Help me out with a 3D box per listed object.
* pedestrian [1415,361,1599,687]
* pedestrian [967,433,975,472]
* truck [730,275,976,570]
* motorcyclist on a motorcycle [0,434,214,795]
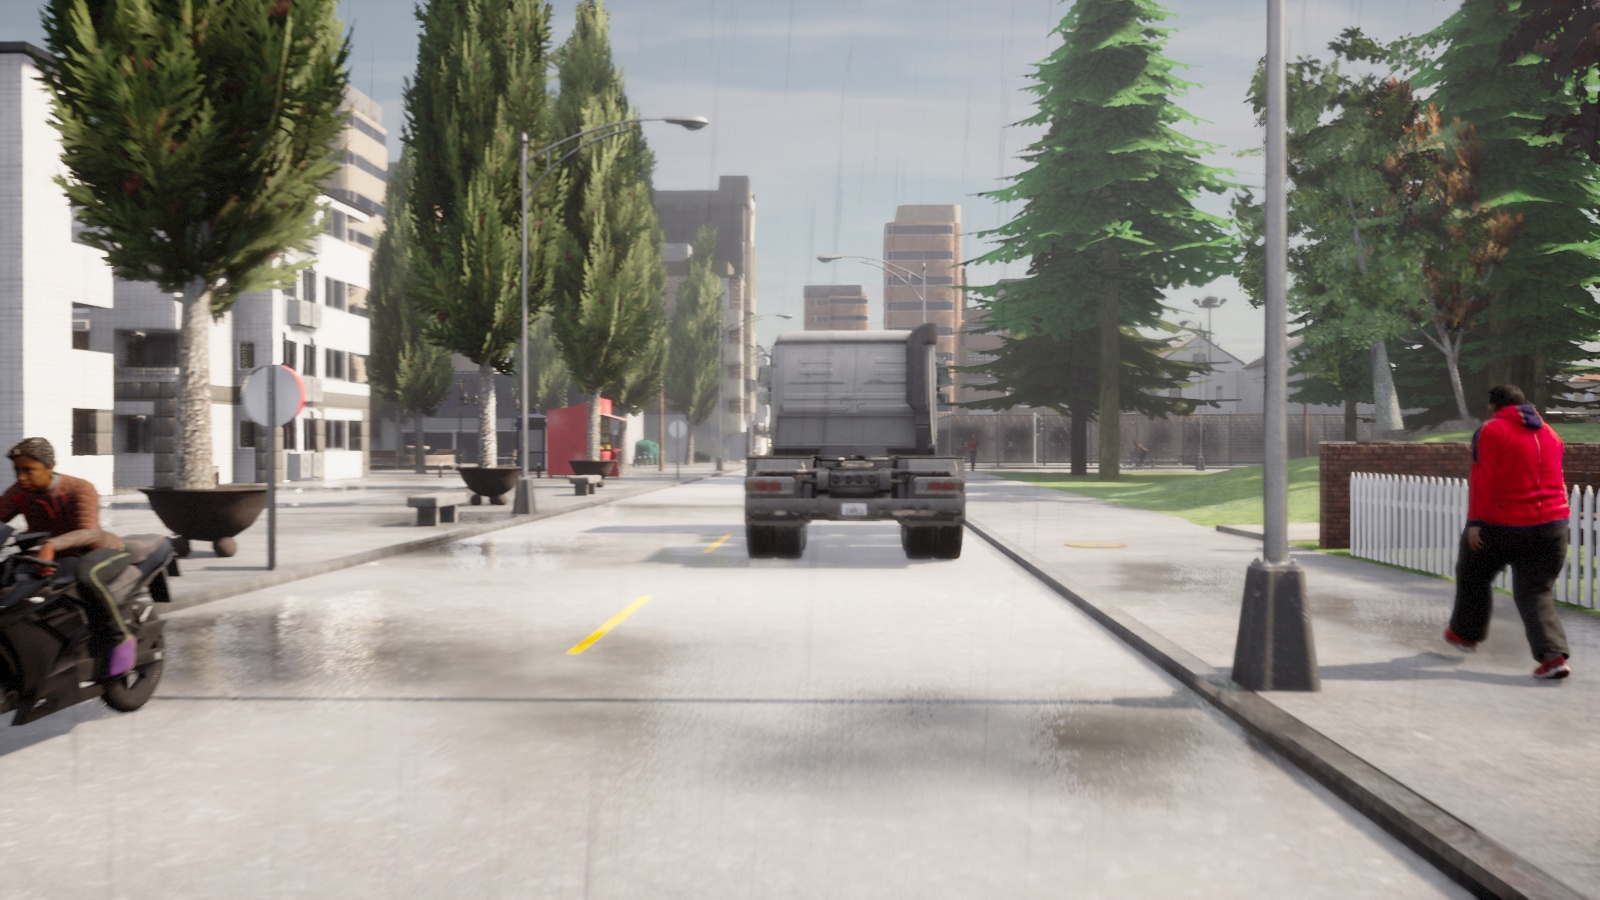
[{"bbox_3d":[4.274,0.419,7.580,0.634,1.844,0.899,0,0,-4],"label":"pedestrian"},{"bbox_3d":[8.261,0.124,60.605,0.331,1.846,0.636,0,0,5],"label":"pedestrian"},{"bbox_3d":[0.773,-0.341,18.749,2.891,3.462,7.936,0,0,2],"label":"truck"},{"bbox_3d":[-3.740,0.690,6.064,0.797,1.523,2.044,0,0,2],"label":"motorcyclist on a motorcycle"}]
